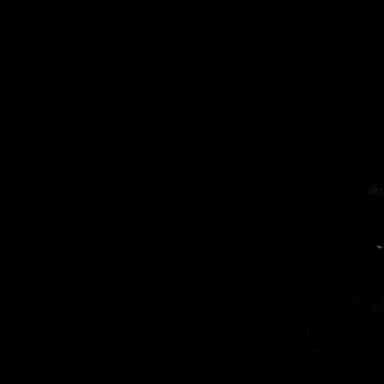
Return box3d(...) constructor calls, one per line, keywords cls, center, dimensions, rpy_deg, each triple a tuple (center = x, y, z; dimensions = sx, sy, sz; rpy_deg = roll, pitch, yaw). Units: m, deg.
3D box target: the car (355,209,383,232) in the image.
box3d(cls="car", center=(10.135, 1.658, 17.446), dimensions=(1.837, 1.490, 4.892), rpy_deg=(-3, -2, 8))
